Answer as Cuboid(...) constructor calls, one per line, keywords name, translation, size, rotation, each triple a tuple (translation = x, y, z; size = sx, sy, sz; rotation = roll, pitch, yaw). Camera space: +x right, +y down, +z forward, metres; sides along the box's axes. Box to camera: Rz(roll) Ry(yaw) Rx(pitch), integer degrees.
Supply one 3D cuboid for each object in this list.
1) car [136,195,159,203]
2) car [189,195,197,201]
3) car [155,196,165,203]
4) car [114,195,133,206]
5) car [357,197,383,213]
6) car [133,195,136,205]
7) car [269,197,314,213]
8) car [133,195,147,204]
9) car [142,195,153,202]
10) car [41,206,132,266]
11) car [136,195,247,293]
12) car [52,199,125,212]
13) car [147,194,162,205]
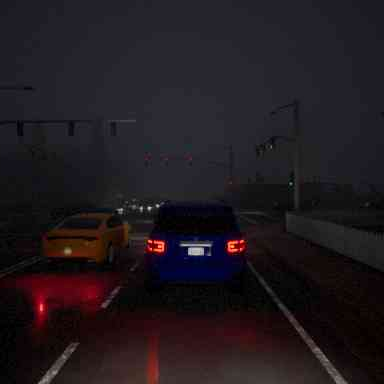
Cuboid(name="car", translation=(-6.966, 1.547, 52.205), size=(2.033, 1.411, 5.357), rotation=(0, 0, 0))
Cuboid(name="car", translation=(0.221, 1.540, 88.985), size=(2.033, 1.411, 5.357), rotation=(0, 0, 0))
Cuboid(name="car", translation=(-6.822, 1.524, 71.685), size=(1.812, 1.442, 4.674), rotation=(0, 0, 0))
Cuboid(name="car", translation=(-10.477, 1.492, 48.207), size=(2.128, 1.511, 4.902), rotation=(0, 0, 0))
Cuboid(name="car", translation=(20.518, 1.352, 36.268), size=(4.553, 1.767, 2.097), rotation=(0, 0, -1))
Cuboid(name="car", translation=(-10.436, 1.352, 57.419), size=(2.097, 1.767, 4.553), rotation=(0, 0, 0))
Cuboid(name="car", translation=(10.736, 1.352, 36.049), size=(4.553, 1.767, 2.097), rotation=(0, 0, -1))
Cuboid(name="car", translation=(-10.354, 1.478, 66.687), size=(1.882, 1.535, 5.008), rotation=(0, 0, 1))
Cuboid(name="car", translation=(-10.309, 1.524, 76.943), size=(1.812, 1.442, 4.674), rotation=(0, 0, 0))
Cuboid(name="car", translation=(-3.395, 1.478, 11.619), size=(1.882, 1.535, 5.008), rotation=(0, 0, 0))
Cuboid(name="car", translation=(0.085, 1.221, 8.996), size=(2.150, 2.045, 5.566), rotation=(0, 0, 0))
Cuboid(name="car", translation=(-7.992, 1.477, 25.151), size=(5.008, 1.535, 1.882), rotation=(0, 0, 0))
Cuboid(name="car", translation=(-6.911, 1.352, 61.686), size=(2.097, 1.767, 4.553), rotation=(0, 0, 0))
